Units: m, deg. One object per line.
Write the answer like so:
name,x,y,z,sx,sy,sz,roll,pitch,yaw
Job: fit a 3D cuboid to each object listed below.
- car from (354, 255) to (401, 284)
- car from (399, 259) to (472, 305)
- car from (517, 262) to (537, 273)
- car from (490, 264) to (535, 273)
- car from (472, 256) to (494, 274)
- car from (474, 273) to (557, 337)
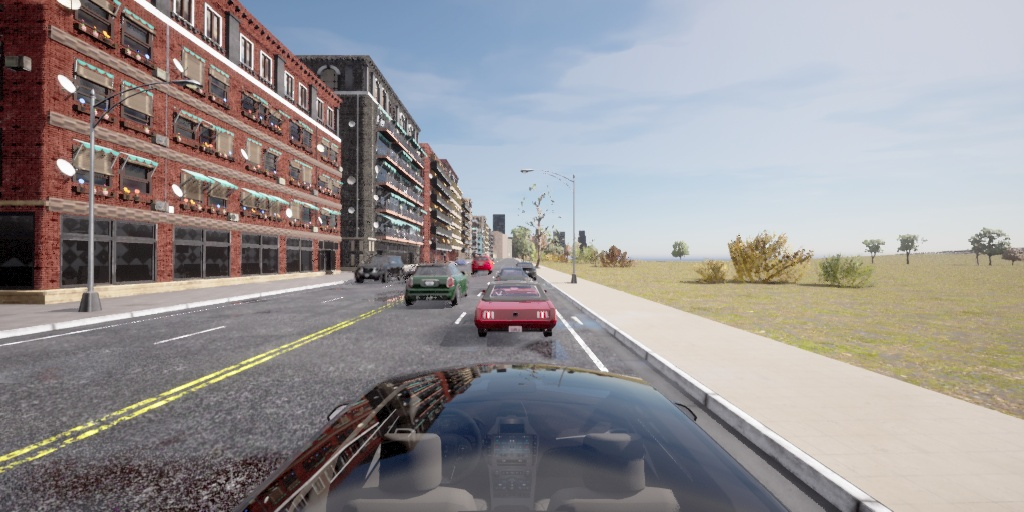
car,-9.931,0.975,27.305,2.150,2.045,5.566,0,0,0
car,-3.196,1.103,16.026,2.097,1.767,4.553,0,0,0
car,1.048,1.259,30.282,1.837,1.490,4.892,0,0,0
car,0.033,1.317,20.288,1.994,1.385,4.181,0,0,0
car,-3.270,0.974,40.224,2.150,2.045,5.566,0,0,0
car,0.074,1.352,10.258,1.895,1.301,4.718,0,0,0
